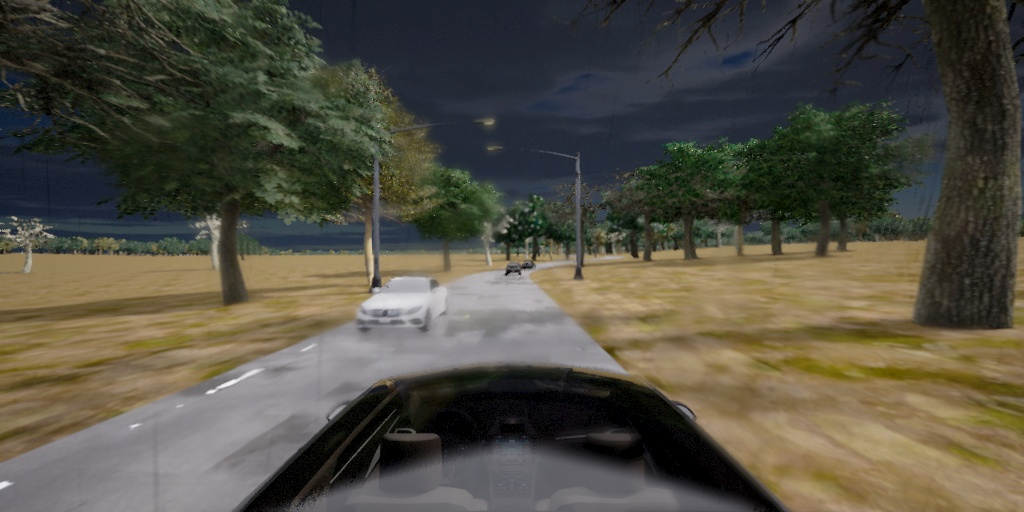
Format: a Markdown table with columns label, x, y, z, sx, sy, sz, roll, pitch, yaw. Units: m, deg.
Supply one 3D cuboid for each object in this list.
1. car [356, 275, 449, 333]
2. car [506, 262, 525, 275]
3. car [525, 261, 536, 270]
| label | x | y | z | sx | sy | sz | roll | pitch | yaw |
| --- | --- | --- | --- | --- | --- | --- | --- | --- | --- |
| car | -3.143 | 1.347 | 11.186 | 1.812 | 1.442 | 4.674 | 0 | 0 | 0 |
| car | 0.284 | 1.544 | 43.731 | 1.837 | 1.490 | 4.892 | 0 | 0 | 4 |
| car | 2.974 | 1.596 | 61.406 | 1.837 | 1.490 | 4.892 | -1 | 0 | 13 |
